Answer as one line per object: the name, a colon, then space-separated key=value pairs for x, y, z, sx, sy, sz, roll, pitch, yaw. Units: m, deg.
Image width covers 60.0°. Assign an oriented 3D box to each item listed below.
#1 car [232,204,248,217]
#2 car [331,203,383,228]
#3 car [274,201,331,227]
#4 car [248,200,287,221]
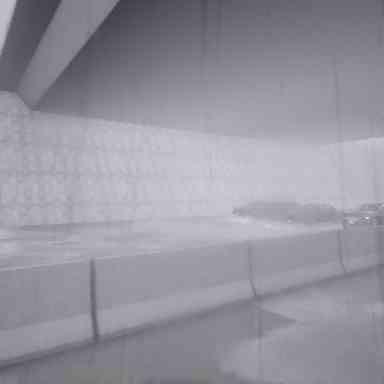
car: x=6.074 y=1.481 z=29.730 sx=5.357 sy=1.411 sz=2.033 roll=0 pitch=0 yaw=-35
car: x=11.092 y=1.451 z=20.417 sx=4.902 sy=1.511 sz=2.128 roll=0 pitch=0 yaw=-35
car: x=8.413 y=1.499 z=22.812 sx=5.357 sy=1.411 sz=2.033 roll=0 pitch=0 yaw=-35
car: x=6.982 y=1.447 z=26.084 sx=4.892 sy=1.490 sz=1.837 roll=0 pitch=0 yaw=-35
